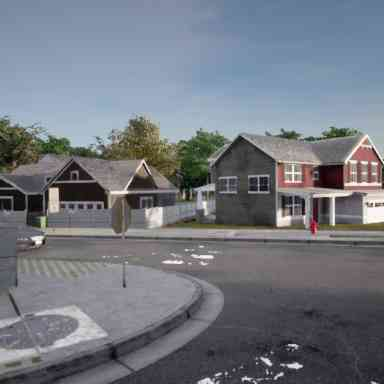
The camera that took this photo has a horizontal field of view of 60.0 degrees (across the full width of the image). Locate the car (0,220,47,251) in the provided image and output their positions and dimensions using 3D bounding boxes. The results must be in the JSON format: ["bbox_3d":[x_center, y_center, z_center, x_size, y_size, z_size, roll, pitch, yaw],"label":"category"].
[{"bbox_3d":[-9.390,2.135,16.207,4.902,1.511,2.128,-2,0,20],"label":"car"}]
